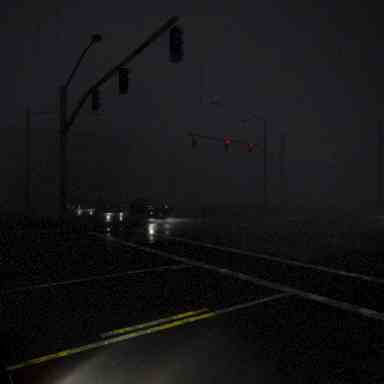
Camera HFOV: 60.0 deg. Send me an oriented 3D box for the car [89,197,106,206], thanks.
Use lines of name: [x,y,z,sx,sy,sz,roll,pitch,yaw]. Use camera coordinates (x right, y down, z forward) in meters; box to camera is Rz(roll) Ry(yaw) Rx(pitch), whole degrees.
car: [-16.533,1.547,58.240,2.033,1.411,5.357,0,0,-7]

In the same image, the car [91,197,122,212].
car: [-9.767,1.526,38.500,1.812,1.442,4.674,0,0,-36]

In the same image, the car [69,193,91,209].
car: [-15.831,1.221,47.166,2.150,2.045,5.566,0,0,-33]

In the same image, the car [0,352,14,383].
car: [-3.602,1.547,1.239,5.357,1.411,2.033,0,0,-35]

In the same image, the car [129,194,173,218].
car: [-3.989,1.352,30.491,2.097,1.767,4.553,0,0,-36]

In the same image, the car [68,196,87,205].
car: [-19.879,1.492,57.943,2.128,1.511,4.902,0,0,-6]

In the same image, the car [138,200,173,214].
car: [-4.093,1.601,36.790,1.895,1.301,4.718,0,0,-35]
